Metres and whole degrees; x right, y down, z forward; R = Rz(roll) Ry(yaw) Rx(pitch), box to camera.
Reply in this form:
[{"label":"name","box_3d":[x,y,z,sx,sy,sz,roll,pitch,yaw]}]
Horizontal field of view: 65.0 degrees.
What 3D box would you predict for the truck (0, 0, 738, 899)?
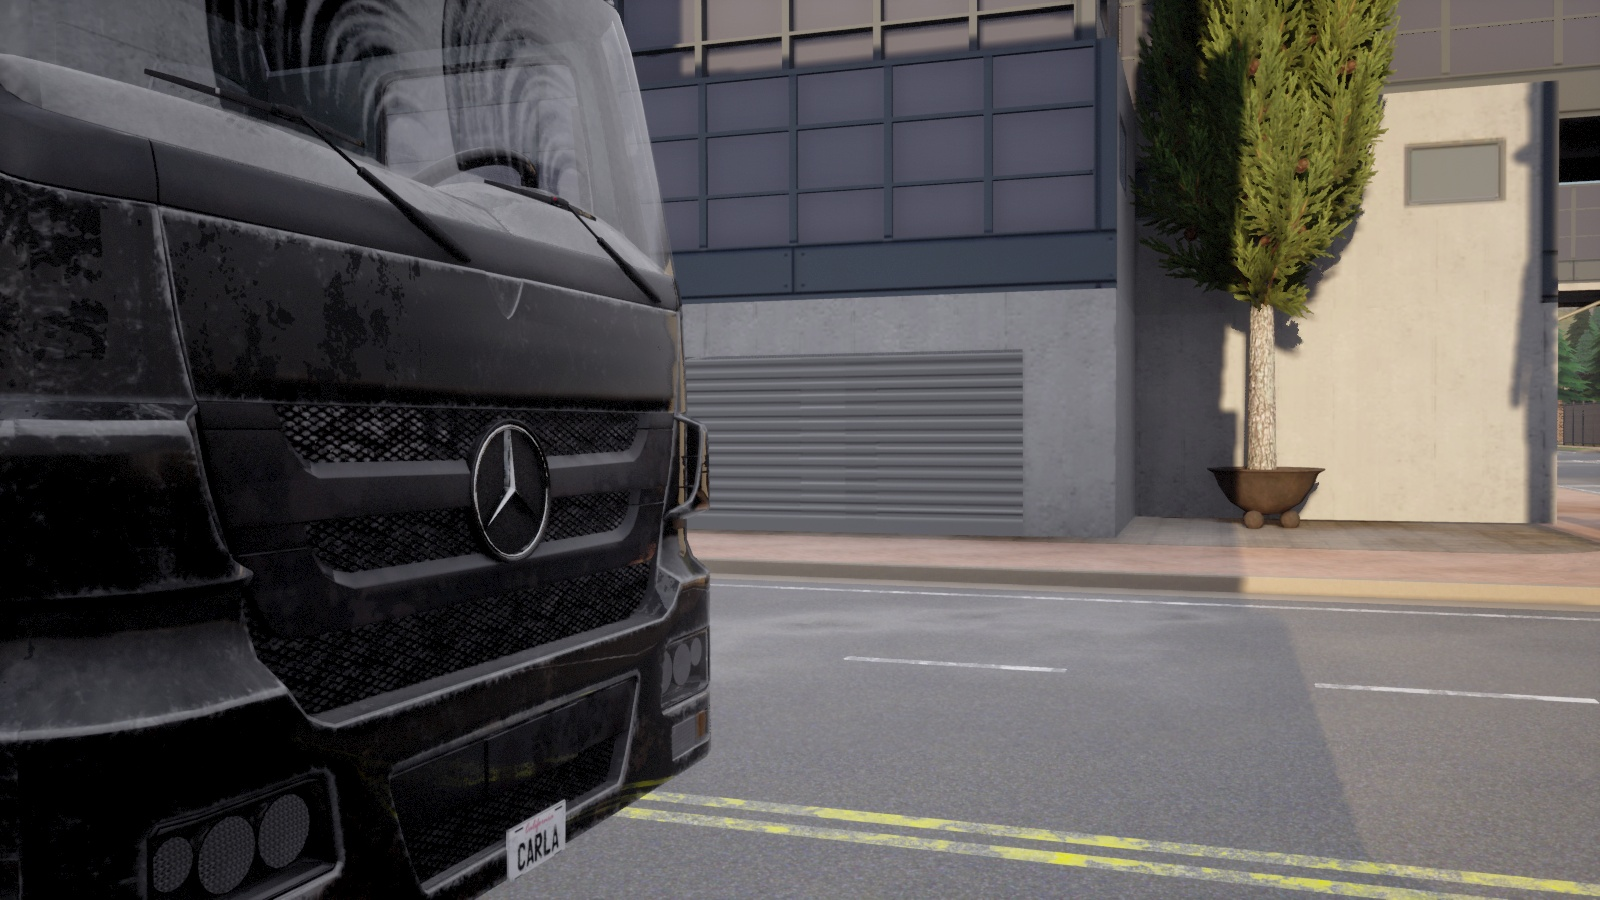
[{"label":"truck","box_3d":[-4.464,-0.248,4.736,7.936,3.462,2.891,1,1,20]}]
